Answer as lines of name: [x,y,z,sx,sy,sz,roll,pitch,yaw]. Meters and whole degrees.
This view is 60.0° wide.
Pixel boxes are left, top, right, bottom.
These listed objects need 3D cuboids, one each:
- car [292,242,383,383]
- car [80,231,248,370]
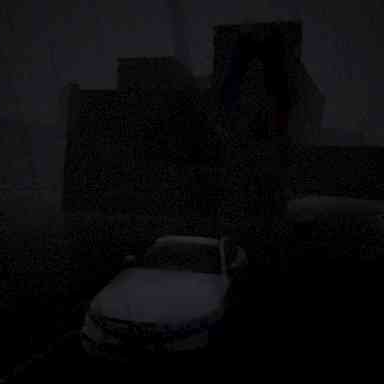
car: [2.371,1.493,4.207,2.163,1.488,4.792,1,0,15]
car: [-0.051,1.482,5.913,2.002,1.452,4.674,1,0,15]
